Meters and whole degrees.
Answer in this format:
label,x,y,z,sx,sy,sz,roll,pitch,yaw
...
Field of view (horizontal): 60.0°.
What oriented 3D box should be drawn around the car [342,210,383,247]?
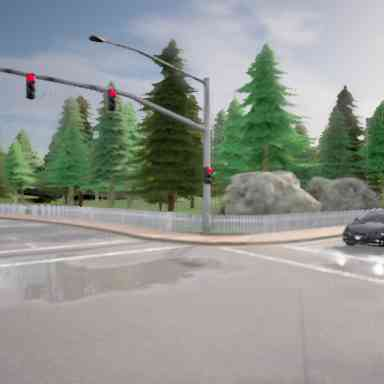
label,x,y,z,sx,sy,sz,roll,pitch,yaw
car,8.449,1.543,14.334,4.892,1.490,1.837,0,0,-35
